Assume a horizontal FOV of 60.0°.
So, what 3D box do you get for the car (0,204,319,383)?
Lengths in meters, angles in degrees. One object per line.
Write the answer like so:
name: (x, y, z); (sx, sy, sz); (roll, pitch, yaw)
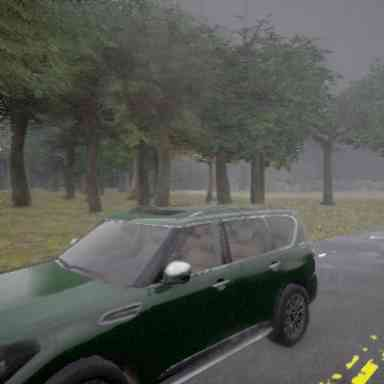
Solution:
car: (-0.317, 1.230, 4.549); (5.566, 2.045, 2.150); (0, 0, -44)
